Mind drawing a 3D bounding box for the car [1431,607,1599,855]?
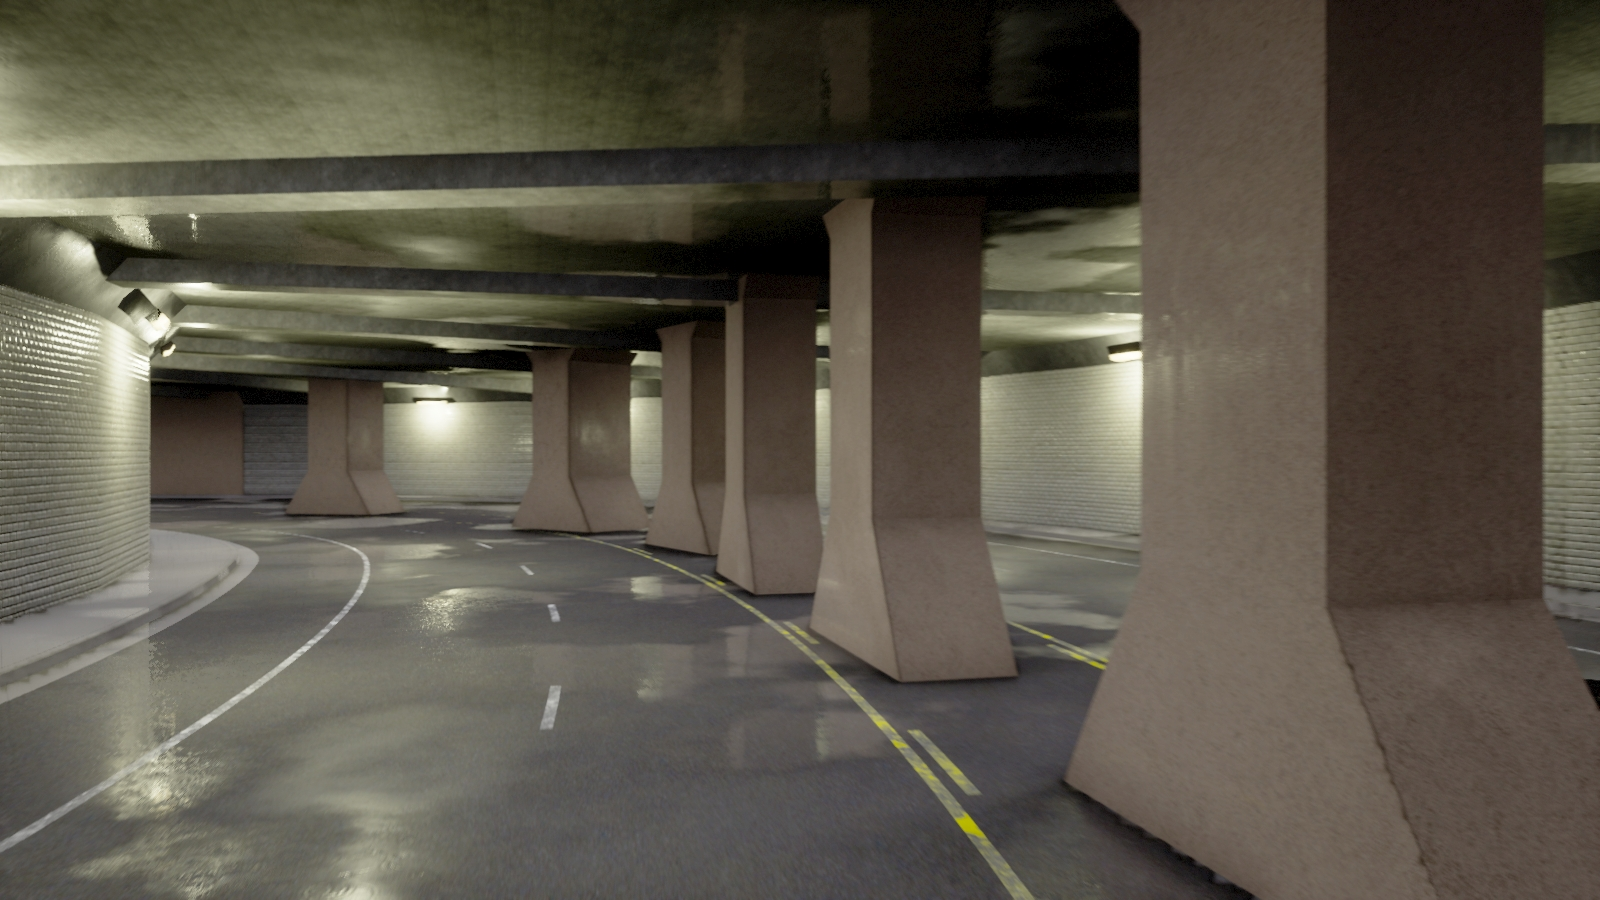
[{"bbox_3d":[6.566,2.076,7.465,2.002,1.442,4.674,0,0,-5],"label":"car"}]
